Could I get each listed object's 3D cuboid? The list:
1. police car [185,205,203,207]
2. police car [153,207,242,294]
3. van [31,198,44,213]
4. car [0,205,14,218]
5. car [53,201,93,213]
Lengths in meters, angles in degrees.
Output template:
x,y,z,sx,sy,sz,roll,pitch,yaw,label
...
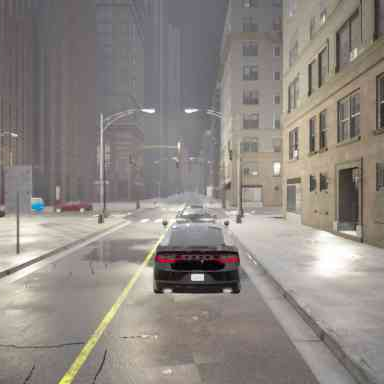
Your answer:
x,y,z,sx,sy,sz,roll,pitch,yaw,label
0.127,1.509,18.543,2.038,1.542,4.974,0,0,0,police car
0.110,1.427,8.938,1.930,1.638,5.238,0,0,0,police car
-19.570,1.590,39.145,3.998,1.788,1.690,-1,0,0,van
-19.600,1.523,30.620,5.009,1.841,2.192,-1,0,0,car
-13.943,1.726,39.120,4.507,1.381,1.887,-1,0,0,car
